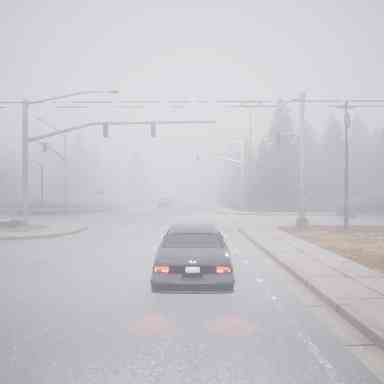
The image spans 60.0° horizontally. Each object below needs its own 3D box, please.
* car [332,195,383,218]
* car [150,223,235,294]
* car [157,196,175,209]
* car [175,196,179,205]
[{"bbox_3d":[15.537,1.248,29.592,5.566,2.045,2.150,0,0,1],"label":"car"},{"bbox_3d":[0.031,1.545,8.940,2.033,1.411,5.357,0,0,0],"label":"car"},{"bbox_3d":[-3.693,1.505,45.065,1.837,1.490,4.892,0,0,0],"label":"car"},{"bbox_3d":[-3.688,1.491,54.717,2.128,1.511,4.902,0,0,0],"label":"car"}]
